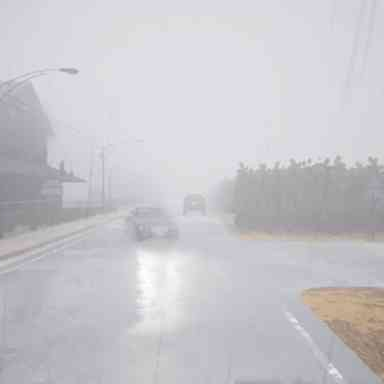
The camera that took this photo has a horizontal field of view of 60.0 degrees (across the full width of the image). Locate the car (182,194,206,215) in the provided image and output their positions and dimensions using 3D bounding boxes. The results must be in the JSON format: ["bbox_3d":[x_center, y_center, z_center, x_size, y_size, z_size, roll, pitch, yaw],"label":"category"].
[{"bbox_3d":[0.215,1.208,34.066,2.150,2.045,5.566,0,0,0],"label":"car"}]

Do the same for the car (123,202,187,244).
[{"bbox_3d":[-2.138,1.486,16.086,2.128,1.511,4.902,0,0,-19],"label":"car"}]

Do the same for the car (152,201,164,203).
[{"bbox_3d":[-3.372,1.598,32.308,1.994,1.385,4.181,0,0,0],"label":"car"}]
